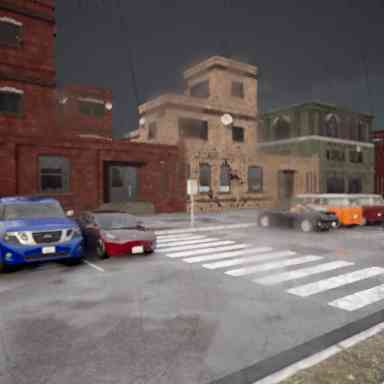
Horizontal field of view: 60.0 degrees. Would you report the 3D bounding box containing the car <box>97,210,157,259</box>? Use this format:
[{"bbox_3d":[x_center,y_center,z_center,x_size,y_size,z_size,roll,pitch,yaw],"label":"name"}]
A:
[{"bbox_3d":[-3.140,1.464,12.741,2.163,1.488,4.792,0,0,-35],"label":"car"}]

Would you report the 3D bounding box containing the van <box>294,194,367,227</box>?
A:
[{"bbox_3d":[8.140,1.146,20.859,1.878,1.987,4.442,0,0,-35],"label":"van"}]

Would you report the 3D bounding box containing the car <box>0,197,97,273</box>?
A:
[{"bbox_3d":[-5.414,1.194,11.141,2.435,2.045,5.566,0,0,-35],"label":"car"}]

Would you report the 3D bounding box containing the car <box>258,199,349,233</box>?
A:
[{"bbox_3d":[5.938,1.386,19.159,2.231,1.521,4.892,0,0,-35],"label":"car"}]

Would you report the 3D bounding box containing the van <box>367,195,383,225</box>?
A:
[{"bbox_3d":[10.413,1.132,22.459,1.878,1.987,4.442,0,0,-35],"label":"van"}]
